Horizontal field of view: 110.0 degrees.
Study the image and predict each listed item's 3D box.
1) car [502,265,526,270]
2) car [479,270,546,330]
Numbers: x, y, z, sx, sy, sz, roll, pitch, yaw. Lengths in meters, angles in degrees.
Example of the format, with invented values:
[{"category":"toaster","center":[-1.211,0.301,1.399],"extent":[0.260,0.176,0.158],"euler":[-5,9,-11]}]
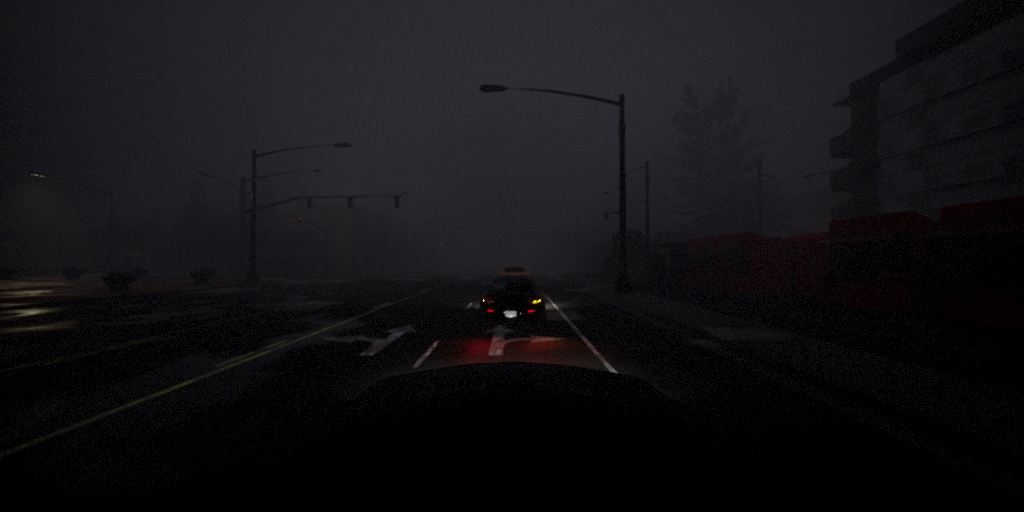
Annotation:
[{"category":"car","center":[0.124,1.324,22.747],"extent":[1.882,1.535,5.008],"euler":[0,0,-1]},{"category":"car","center":[0.095,1.308,11.239],"extent":[1.812,1.442,4.674],"euler":[0,-1,3]}]
